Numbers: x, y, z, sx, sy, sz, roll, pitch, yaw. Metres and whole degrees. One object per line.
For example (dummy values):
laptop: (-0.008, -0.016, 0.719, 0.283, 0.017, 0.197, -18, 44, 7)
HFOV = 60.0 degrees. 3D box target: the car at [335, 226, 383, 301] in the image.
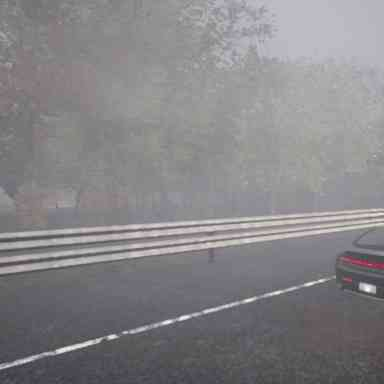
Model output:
car: (5.152, 1.487, 7.450, 4.892, 1.490, 1.837, 0, 0, -36)
